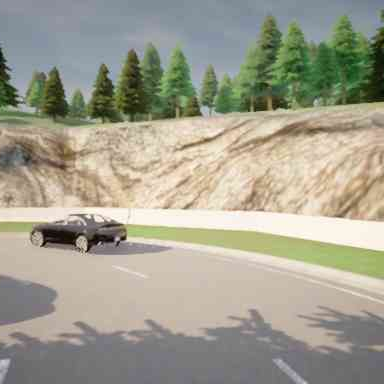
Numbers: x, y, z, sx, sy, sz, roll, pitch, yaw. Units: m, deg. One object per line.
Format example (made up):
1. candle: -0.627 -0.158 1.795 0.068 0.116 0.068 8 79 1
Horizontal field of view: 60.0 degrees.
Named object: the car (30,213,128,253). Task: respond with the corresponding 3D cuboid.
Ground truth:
1. car: -5.057 1.686 14.577 4.902 1.511 2.128 -1 -1 32
